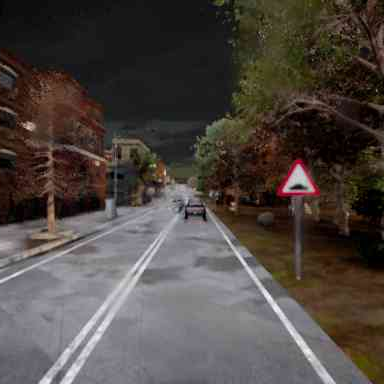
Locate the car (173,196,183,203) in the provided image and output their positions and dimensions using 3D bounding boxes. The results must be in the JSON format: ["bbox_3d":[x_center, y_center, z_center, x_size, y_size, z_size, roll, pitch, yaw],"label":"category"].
[{"bbox_3d":[-2.885,1.585,71.009,1.994,1.385,4.181,0,0,0],"label":"car"}]

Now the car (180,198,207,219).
[{"bbox_3d":[0.294,1.563,30.359,2.128,1.511,4.902,0,0,0],"label":"car"}]
